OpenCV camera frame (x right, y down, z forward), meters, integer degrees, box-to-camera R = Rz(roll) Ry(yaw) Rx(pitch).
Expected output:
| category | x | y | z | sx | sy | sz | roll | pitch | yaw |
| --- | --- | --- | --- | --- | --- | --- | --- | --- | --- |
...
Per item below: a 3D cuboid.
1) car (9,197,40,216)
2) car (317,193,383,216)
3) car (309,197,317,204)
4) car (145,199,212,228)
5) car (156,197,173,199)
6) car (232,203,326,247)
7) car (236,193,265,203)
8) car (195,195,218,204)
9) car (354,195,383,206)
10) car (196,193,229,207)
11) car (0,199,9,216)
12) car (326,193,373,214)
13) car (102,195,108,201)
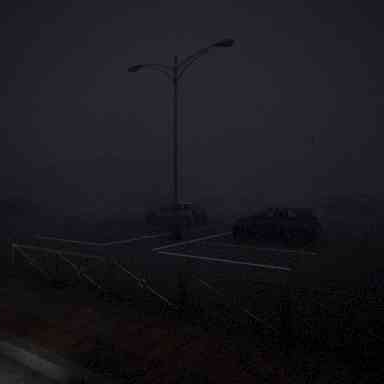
| category | x | y | z | sx | sy | sz | roll | pitch | yaw |
| --- | --- | --- | --- | --- | --- | --- | --- | --- | --- |
| car | -16.445 | 1.330 | 31.228 | 5.027 | 1.636 | 2.152 | 0 | 0 | 34 |
| car | 13.943 | 1.097 | 29.443 | 4.605 | 1.855 | 1.932 | 0 | 0 | 34 |
| car | 21.850 | 1.298 | 55.186 | 4.514 | 1.523 | 2.007 | 0 | 0 | 34 |
| car | -1.030 | 1.384 | 20.701 | 3.806 | 1.475 | 1.970 | 0 | 0 | 34 |
| car | -3.471 | 1.320 | 36.785 | 3.633 | 1.501 | 1.845 | 0 | 0 | 34 |
| car | 3.470 | 1.374 | 14.090 | 3.633 | 1.501 | 1.845 | 0 | 0 | 34 |
| car | 9.669 | 1.097 | 55.003 | 4.605 | 1.855 | 1.932 | 0 | 0 | 34 |
| car | 2.608 | 1.361 | 59.698 | 3.806 | 1.475 | 1.970 | 0 | 0 | 34 |
| car | 25.660 | 1.232 | 48.215 | 3.806 | 1.475 | 1.970 | 0 | 0 | 34 |
| car | 2.135 | 1.298 | 45.058 | 4.514 | 1.523 | 2.007 | 0 | 0 | 34 |
| car | -18.150 | 1.339 | 28.594 | 4.514 | 1.523 | 2.007 | 0 | 0 | 34 |
| car | 15.220 | 1.077 | 32.085 | 3.866 | 1.878 | 1.905 | 0 | 0 | 34 |
| car | -22.955 | 1.480 | 81.524 | 2.242 | 1.667 | 4.611 | 0 | 0 | 34 |
